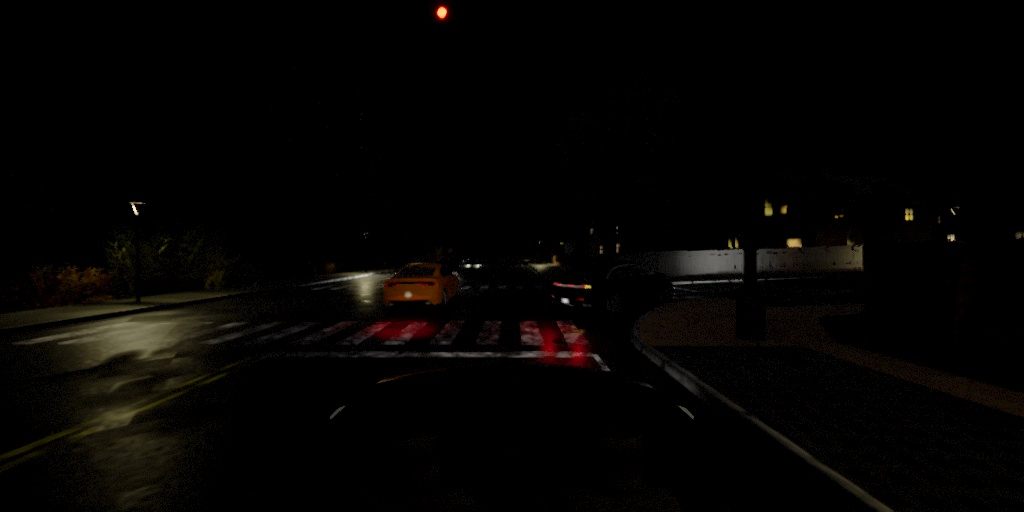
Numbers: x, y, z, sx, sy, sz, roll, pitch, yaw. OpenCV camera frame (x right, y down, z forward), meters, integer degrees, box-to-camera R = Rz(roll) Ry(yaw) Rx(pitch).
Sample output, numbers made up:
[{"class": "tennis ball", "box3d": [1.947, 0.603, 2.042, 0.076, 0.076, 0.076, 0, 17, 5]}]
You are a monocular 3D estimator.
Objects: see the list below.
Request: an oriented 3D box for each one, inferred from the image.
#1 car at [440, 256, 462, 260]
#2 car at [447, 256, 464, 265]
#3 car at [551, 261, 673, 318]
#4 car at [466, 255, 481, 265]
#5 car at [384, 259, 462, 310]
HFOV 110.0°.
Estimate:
[{"class": "car", "box3d": [-6.593, 0.917, 36.577, 2.128, 1.511, 4.902, 0, 1, 0]}, {"class": "car", "box3d": [-9.752, 0.754, 62.095, 2.033, 1.411, 5.357, 0, 0, 0]}, {"class": "car", "box3d": [3.430, 0.914, 11.876, 4.902, 1.511, 2.128, -5, 3, -39]}, {"class": "car", "box3d": [-6.509, 0.567, 61.012, 2.097, 1.767, 4.553, 0, 1, 0]}, {"class": "car", "box3d": [-3.197, 1.047, 13.535, 1.882, 1.535, 5.008, -2, 0, 0]}]
